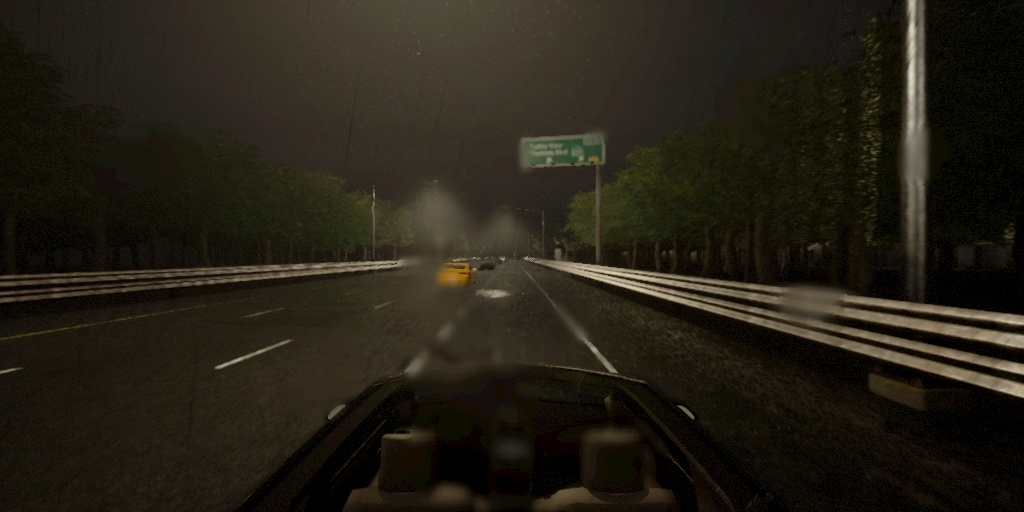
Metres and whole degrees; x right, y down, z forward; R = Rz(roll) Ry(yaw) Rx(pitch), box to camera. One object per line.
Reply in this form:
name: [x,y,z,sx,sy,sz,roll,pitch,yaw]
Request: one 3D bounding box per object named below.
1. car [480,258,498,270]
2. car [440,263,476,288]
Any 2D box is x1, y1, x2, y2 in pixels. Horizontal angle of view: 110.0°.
car: [-3.452,1.309,51.799,1.994,1.385,4.181,0,0,0]
car: [-3.483,1.226,23.827,1.882,1.535,5.008,0,0,0]
